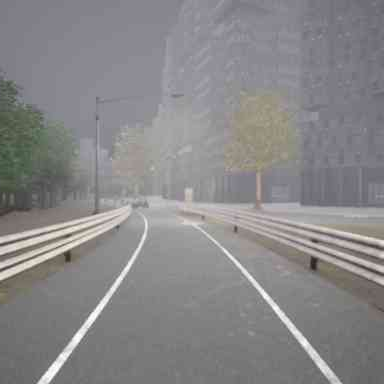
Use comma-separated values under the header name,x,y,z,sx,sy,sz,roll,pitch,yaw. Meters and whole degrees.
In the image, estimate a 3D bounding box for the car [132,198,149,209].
name,x,y,z,sx,sy,sz,roll,pitch,yaw
car,-8.466,1.768,54.328,2.097,1.767,4.553,0,-1,-20
